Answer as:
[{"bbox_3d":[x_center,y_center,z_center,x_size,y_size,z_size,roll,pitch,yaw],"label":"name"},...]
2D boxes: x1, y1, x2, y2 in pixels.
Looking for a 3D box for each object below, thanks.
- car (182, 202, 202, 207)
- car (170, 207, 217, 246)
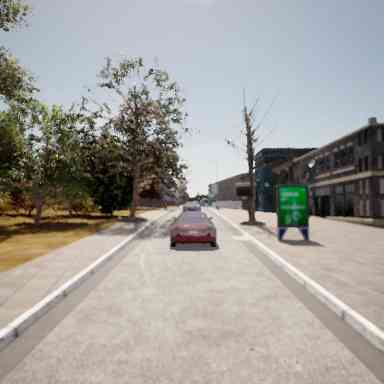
[{"bbox_3d":[-0.013,1.665,33.096,2.033,1.411,5.357,0,-1,0],"label":"car"},{"bbox_3d":[0.048,1.581,15.291,1.994,1.385,4.181,0,0,0],"label":"car"}]
